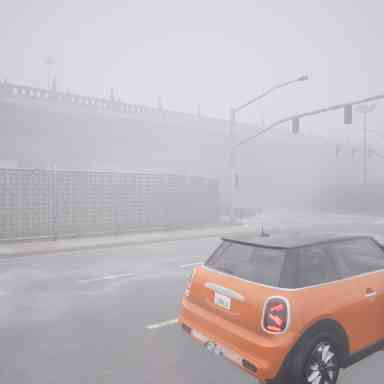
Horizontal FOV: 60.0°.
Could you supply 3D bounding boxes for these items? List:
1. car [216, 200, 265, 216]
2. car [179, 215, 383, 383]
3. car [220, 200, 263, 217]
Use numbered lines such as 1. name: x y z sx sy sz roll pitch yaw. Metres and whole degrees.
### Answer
1. car: 4.996 1.603 35.174 2.033 1.411 5.357 0 0 -35
2. car: 2.115 1.352 5.295 4.553 1.767 2.097 0 0 -35
3. car: 3.869 1.560 30.729 1.837 1.490 4.892 0 0 -36
